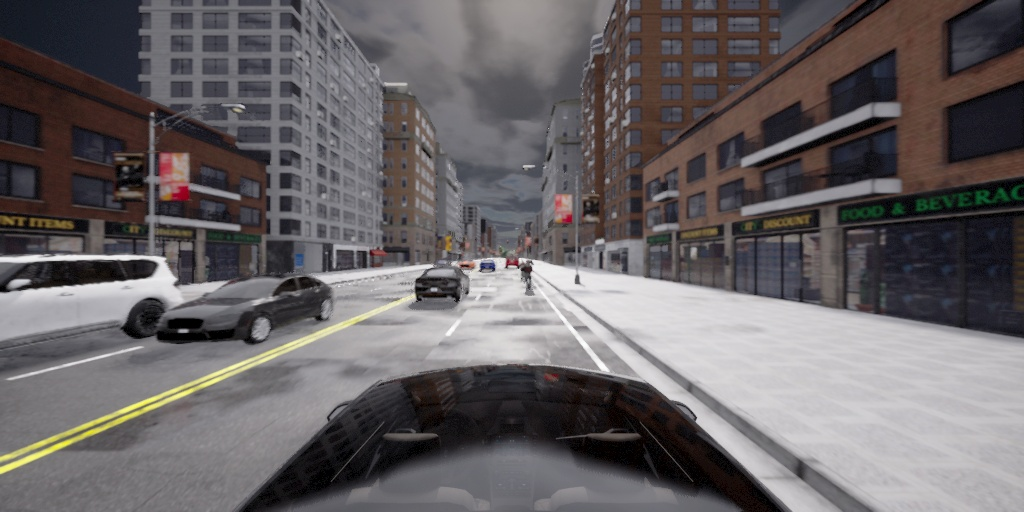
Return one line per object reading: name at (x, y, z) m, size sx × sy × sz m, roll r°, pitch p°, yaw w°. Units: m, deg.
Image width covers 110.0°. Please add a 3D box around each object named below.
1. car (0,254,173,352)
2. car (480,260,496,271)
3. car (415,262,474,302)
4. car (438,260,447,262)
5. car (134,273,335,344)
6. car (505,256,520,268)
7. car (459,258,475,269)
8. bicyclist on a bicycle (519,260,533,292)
car at (-9.849, 0.969, 7.192) m, size 2.150 × 2.045 × 5.566 m, roll 0°, pitch 0°, yaw 0°
car at (-3.138, 1.202, 47.471) m, size 1.882 × 1.535 × 5.008 m, roll 0°, pitch 0°, yaw 0°
car at (-3.147, 1.218, 16.980) m, size 1.882 × 1.535 × 5.008 m, roll 0°, pitch 0°, yaw 0°
car at (-9.801, 1.271, 50.354) m, size 2.033 × 1.411 × 5.357 m, roll 0°, pitch 0°, yaw 1°
car at (-6.597, 1.250, 9.623) m, size 1.837 × 1.490 × 4.892 m, roll 0°, pitch 0°, yaw 0°
car at (0.048, 0.943, 58.446) m, size 2.150 × 2.045 × 5.566 m, roll 0°, pitch 0°, yaw 1°
car at (-6.552, 1.075, 52.107) m, size 2.097 × 1.767 × 4.553 m, roll 0°, pitch 0°, yaw 0°
bicyclist on a bicycle at (0.897, 1.109, 20.349) m, size 0.659 × 1.776 × 1.843 m, roll 0°, pitch 0°, yaw 0°
